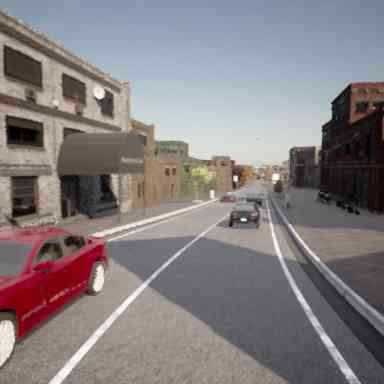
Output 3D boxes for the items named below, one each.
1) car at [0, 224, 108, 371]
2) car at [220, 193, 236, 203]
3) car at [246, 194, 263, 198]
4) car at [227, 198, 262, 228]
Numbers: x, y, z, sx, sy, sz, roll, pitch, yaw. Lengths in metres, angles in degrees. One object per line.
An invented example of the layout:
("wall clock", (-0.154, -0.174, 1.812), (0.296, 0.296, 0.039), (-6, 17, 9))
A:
("car", (-3.063, 1.413, 5.754), (1.882, 1.535, 5.008), (1, 0, 6))
("car", (5.190, 0.874, 47.187), (1.994, 1.385, 4.181), (1, 2, 12))
("car", (7.622, 0.999, 40.983), (1.882, 1.535, 5.008), (1, 2, 12))
("car", (3.433, 1.391, 21.321), (1.812, 1.442, 4.674), (1, 1, 12))
